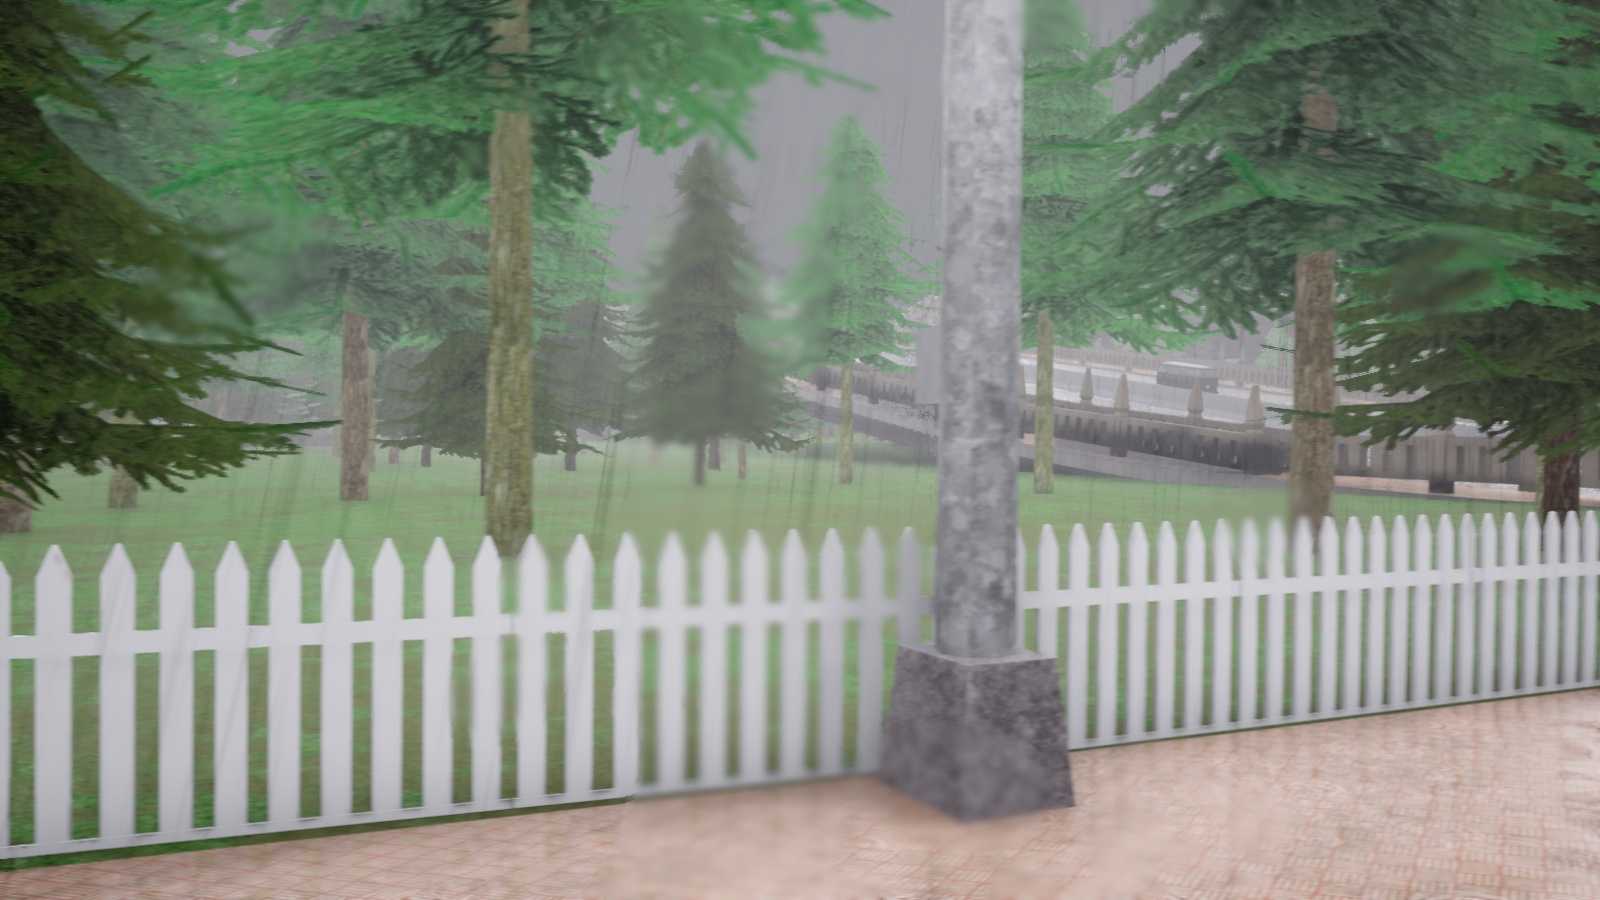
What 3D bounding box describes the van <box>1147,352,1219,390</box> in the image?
[{"bbox_3d":[23.956,-4.977,78.717,1.775,1.987,4.442,-1,8,-22],"label":"van"}]
